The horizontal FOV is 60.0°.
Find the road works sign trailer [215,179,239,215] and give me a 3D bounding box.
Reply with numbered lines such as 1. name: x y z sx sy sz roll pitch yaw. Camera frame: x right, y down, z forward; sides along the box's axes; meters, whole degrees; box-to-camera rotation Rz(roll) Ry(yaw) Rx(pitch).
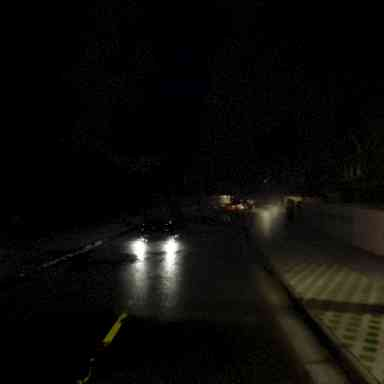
1. road works sign trailer: 3.660 0.504 34.284 2.380 3.560 2.880 0 0 14

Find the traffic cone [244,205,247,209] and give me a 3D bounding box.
1. traffic cone: 7.558 2.027 46.710 0.340 0.580 0.340 0 0 14

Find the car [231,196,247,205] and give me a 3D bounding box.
1. car: 8.573 1.482 60.259 2.097 1.767 4.553 0 0 21

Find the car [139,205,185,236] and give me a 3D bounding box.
1. car: -1.588 1.491 18.901 1.882 1.535 5.008 0 0 7
